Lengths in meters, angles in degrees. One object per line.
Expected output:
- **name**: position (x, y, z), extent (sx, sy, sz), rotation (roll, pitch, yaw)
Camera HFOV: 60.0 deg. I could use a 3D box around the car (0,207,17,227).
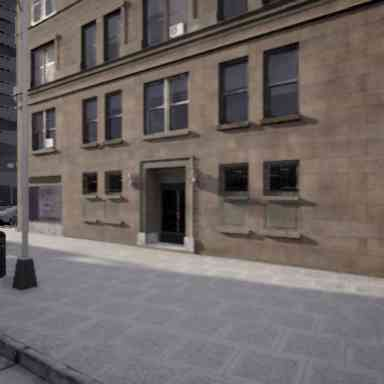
- **car**: position (-11.468, 1.653, 23.314), extent (1.994, 1.385, 4.181), rotation (0, 0, 36)
